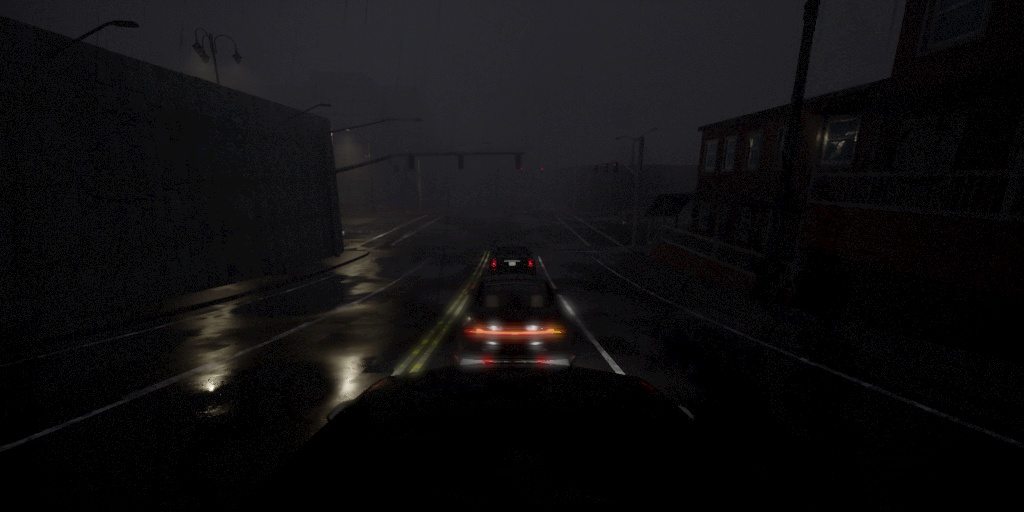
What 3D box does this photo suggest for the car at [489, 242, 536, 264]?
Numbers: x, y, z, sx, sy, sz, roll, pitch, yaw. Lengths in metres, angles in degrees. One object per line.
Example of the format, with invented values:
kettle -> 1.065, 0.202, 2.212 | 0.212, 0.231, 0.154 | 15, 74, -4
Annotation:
car -> 0.020, 0.085, 17.436 | 2.097, 1.767, 4.553 | 0, 7, 0

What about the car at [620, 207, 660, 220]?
car -> 16.455, -5.549, 46.045 | 5.008, 1.535, 1.882 | 0, 12, 0

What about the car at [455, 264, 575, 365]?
car -> 0.054, 1.121, 7.185 | 1.837, 1.490, 4.892 | 0, 2, 0
